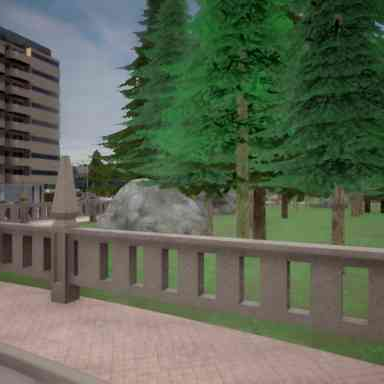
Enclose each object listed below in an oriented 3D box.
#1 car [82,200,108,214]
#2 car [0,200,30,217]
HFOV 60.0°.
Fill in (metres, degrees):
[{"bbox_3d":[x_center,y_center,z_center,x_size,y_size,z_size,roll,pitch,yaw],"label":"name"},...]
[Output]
[{"bbox_3d":[-11.515,1.618,35.795,1.994,1.385,4.181,0,0,25],"label":"car"},{"bbox_3d":[-17.309,1.617,32.229,1.994,1.385,4.181,0,0,26],"label":"car"}]
